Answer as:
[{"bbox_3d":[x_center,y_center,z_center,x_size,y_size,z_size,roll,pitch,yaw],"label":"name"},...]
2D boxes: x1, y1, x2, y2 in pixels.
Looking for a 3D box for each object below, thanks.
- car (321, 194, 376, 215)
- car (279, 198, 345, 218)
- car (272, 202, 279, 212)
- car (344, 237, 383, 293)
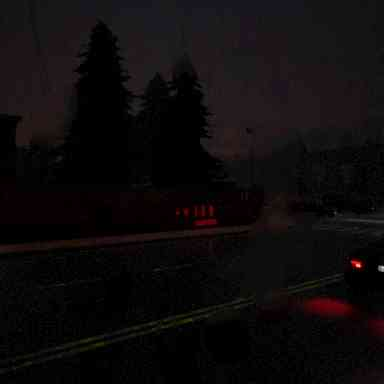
[{"bbox_3d":[15.999,1.221,34.564,2.150,2.045,5.566,0,0,-35],"label":"car"},{"bbox_3d":[10.676,1.492,29.961,2.128,1.511,4.902,0,0,-35],"label":"car"},{"bbox_3d":[10.690,1.563,36.017,1.994,1.385,4.181,0,0,-35],"label":"car"},{"bbox_3d":[5.788,1.547,7.900,5.357,1.411,2.033,0,0,-35],"label":"car"}]
